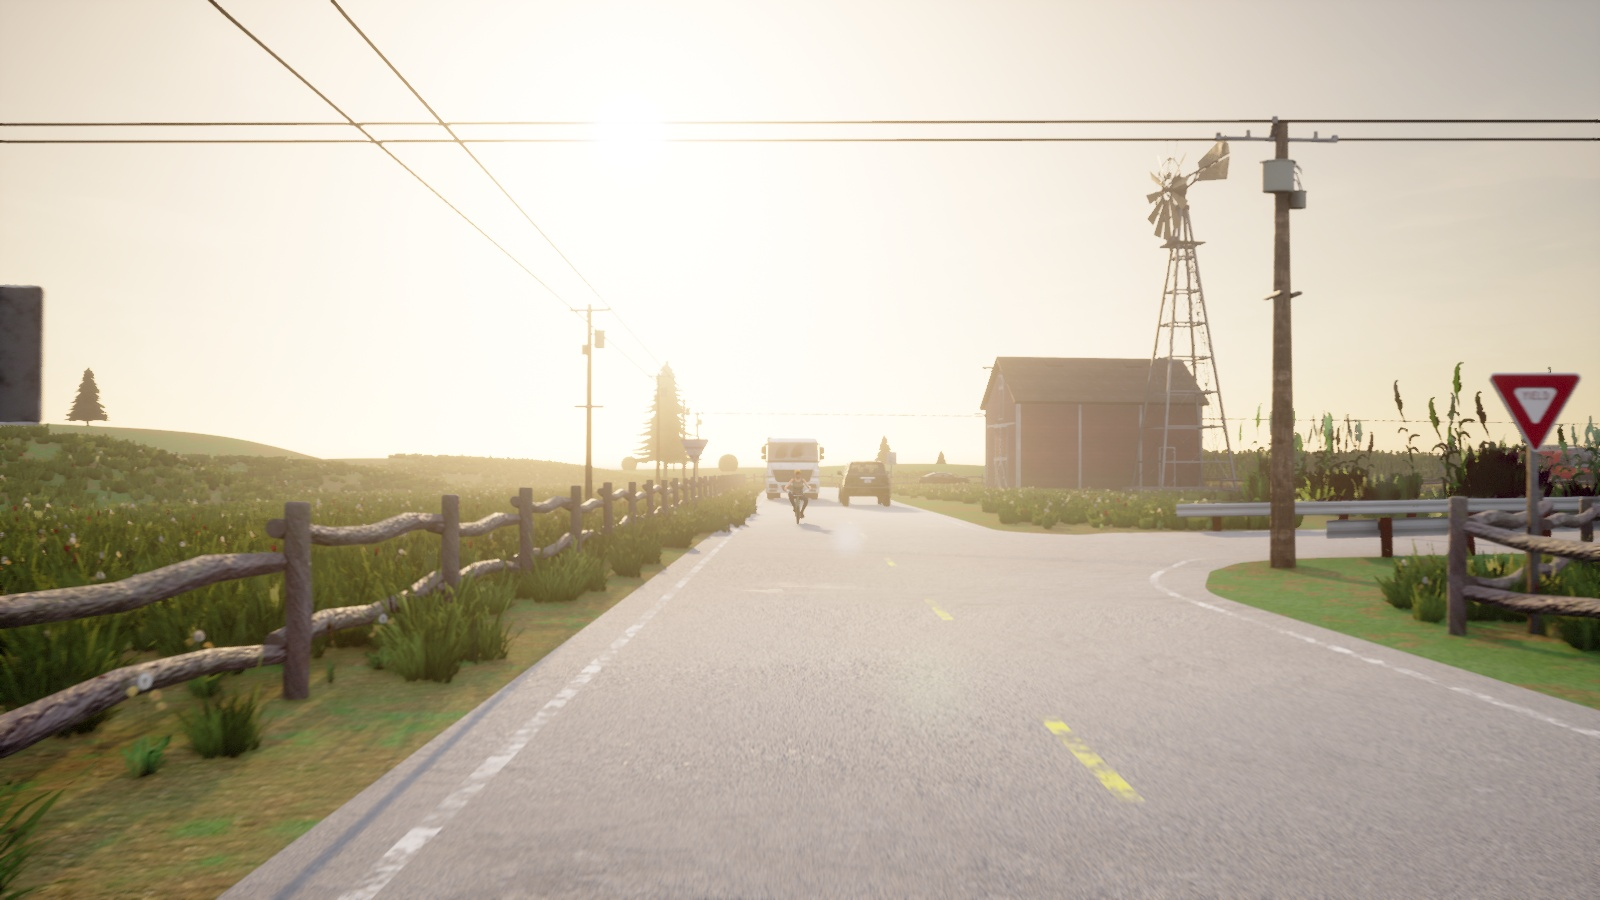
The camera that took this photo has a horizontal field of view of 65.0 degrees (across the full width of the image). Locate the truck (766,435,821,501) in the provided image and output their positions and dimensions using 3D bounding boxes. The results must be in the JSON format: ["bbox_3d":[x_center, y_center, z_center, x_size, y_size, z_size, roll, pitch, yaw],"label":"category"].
[{"bbox_3d":[-0.407,1.015,70.535,2.891,3.462,7.936,0,-1,-1],"label":"truck"}]

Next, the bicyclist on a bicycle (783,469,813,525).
[{"bbox_3d":[-0.049,1.366,36.743,0.866,1.612,1.509,0,-1,0],"label":"bicyclist on a bicycle"}]

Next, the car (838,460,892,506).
[{"bbox_3d":[2.949,1.493,57.997,2.150,2.045,5.566,0,-1,-1],"label":"car"}]
